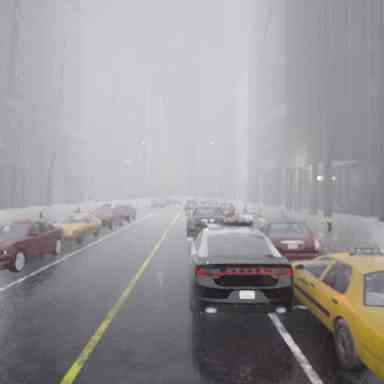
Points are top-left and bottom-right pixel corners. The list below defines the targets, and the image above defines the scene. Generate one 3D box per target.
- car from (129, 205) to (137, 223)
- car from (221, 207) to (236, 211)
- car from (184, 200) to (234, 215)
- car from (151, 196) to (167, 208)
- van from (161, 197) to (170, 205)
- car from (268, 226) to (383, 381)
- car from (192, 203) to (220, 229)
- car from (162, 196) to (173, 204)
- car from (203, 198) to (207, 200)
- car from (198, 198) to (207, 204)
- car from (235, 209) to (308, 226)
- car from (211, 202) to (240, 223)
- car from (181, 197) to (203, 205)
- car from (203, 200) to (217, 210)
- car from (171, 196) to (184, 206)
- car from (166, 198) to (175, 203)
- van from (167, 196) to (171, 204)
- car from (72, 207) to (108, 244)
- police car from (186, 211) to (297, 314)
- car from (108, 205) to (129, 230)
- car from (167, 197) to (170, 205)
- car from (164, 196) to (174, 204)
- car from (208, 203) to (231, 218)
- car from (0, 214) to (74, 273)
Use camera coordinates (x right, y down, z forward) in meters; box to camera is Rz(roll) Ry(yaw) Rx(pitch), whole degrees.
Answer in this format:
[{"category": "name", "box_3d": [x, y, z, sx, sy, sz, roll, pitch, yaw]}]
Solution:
[{"category": "car", "box_3d": [-5.781, 1.786, 28.048, 1.947, 1.339, 4.313, 0, 0, 0]}, {"category": "car", "box_3d": [2.751, 1.673, 16.704, 1.887, 1.381, 4.507, 0, 0, 0]}, {"category": "car", "box_3d": [0.754, 1.489, 17.833, 2.097, 1.767, 4.553, 0, 0, -1]}, {"category": "car", "box_3d": [-5.800, 1.891, 56.435, 1.967, 1.590, 4.097, 0, 0, 0]}, {"category": "van", "box_3d": [-5.811, 1.933, 73.468, 1.690, 1.788, 3.998, 0, 0, 0]}, {"category": "car", "box_3d": [2.759, 1.567, 5.519, 1.752, 1.417, 4.829, 0, 0, 0]}, {"category": "car", "box_3d": [0.884, 1.642, 24.067, 1.801, 1.575, 5.366, 0, 0, 0]}, {"category": "car", "box_3d": [-5.815, 1.954, 79.146, 2.192, 1.841, 5.009, 0, 0, 0]}, {"category": "car", "box_3d": [2.733, 1.798, 45.091, 1.967, 1.590, 4.097, 0, 0, 0]}, {"category": "car", "box_3d": [2.707, 2.236, 84.833, 2.008, 1.369, 4.403, 0, 0, 0]}, {"category": "car", "box_3d": [2.755, 1.524, 11.028, 1.967, 1.590, 4.097, 0, 0, 0]}, {"category": "car", "box_3d": [2.744, 1.659, 28.059, 1.967, 1.590, 4.097, 0, 0, 0]}, {"category": "car", "box_3d": [-0.011, 1.846, 44.700, 2.128, 1.511, 4.902, 0, 0, 0]}, {"category": "car", "box_3d": [2.729, 1.970, 50.768, 1.947, 1.339, 4.313, 0, 0, 0]}, {"category": "car", "box_3d": [-3.044, 2.053, 68.168, 1.837, 1.490, 4.892, 0, -1, 0]}, {"category": "car", "box_3d": [-5.822, 2.299, 90.498, 1.947, 1.339, 4.313, 0, 0, 0]}, {"category": "van", "box_3d": [-5.807, 1.886, 67.791, 1.690, 1.788, 3.998, 0, 0, 0]}, {"category": "car", "box_3d": [-5.773, 1.653, 16.524, 1.752, 1.417, 4.829, 0, 0, 0]}, {"category": "police car", "box_3d": [0.895, 1.487, 7.988, 1.930, 1.638, 5.238, 0, 0, 0]}, {"category": "car", "box_3d": [-5.777, 1.719, 22.371, 1.887, 1.381, 4.507, 0, 0, 0]}, {"category": "car", "box_3d": [-5.803, 2.049, 62.111, 2.008, 1.369, 4.403, 0, 0, 0]}, {"category": "car", "box_3d": [-5.818, 2.001, 84.823, 2.192, 1.841, 5.009, 0, 0, 0]}, {"category": "car", "box_3d": [2.740, 1.831, 33.736, 1.947, 1.339, 4.313, 0, 0, 0]}, {"category": "car", "box_3d": [-5.770, 1.630, 11.017, 1.887, 1.381, 4.507, 0, 0, 0]}]
